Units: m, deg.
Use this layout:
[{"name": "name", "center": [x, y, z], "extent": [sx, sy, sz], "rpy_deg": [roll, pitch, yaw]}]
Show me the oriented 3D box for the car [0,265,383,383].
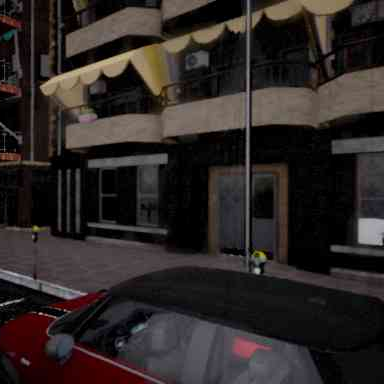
[{"name": "car", "center": [-0.189, 1.434, 3.008], "extent": [4.097, 1.590, 1.967], "rpy_deg": [0, 0, 35]}]
